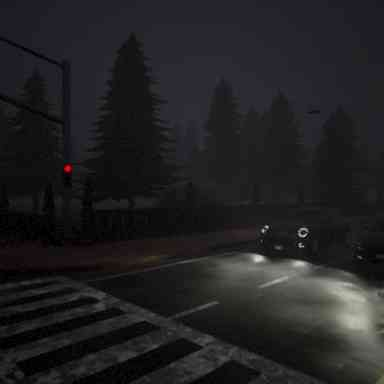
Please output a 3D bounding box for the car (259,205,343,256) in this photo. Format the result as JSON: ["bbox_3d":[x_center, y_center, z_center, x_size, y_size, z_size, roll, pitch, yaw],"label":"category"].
[{"bbox_3d":[4.733,1.441,13.659,4.553,1.767,2.097,0,-1,-44],"label":"car"}]

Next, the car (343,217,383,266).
[{"bbox_3d":[7.030,1.531,11.011,5.008,1.535,1.882,0,-1,-44],"label":"car"}]
